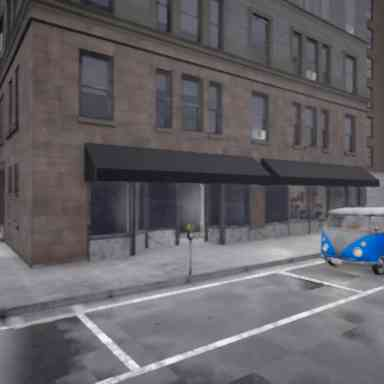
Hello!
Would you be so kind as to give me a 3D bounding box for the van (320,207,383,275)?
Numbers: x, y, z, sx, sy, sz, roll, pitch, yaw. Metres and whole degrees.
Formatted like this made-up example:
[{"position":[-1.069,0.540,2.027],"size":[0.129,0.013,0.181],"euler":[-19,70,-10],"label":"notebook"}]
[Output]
[{"position":[5.621,1.354,10.203],"size":[3.998,1.788,1.690],"euler":[0,0,-36],"label":"van"}]
